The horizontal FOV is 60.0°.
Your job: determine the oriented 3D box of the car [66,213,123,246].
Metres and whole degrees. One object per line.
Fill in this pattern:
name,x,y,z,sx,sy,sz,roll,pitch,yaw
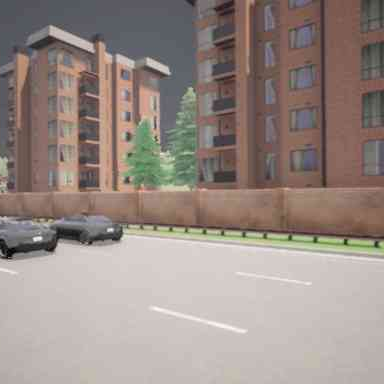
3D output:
car,-5.324,1.712,16.288,4.181,1.385,1.994,-1,0,36

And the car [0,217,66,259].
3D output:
car,-7.301,1.711,13.403,4.181,1.385,1.994,-1,0,36
